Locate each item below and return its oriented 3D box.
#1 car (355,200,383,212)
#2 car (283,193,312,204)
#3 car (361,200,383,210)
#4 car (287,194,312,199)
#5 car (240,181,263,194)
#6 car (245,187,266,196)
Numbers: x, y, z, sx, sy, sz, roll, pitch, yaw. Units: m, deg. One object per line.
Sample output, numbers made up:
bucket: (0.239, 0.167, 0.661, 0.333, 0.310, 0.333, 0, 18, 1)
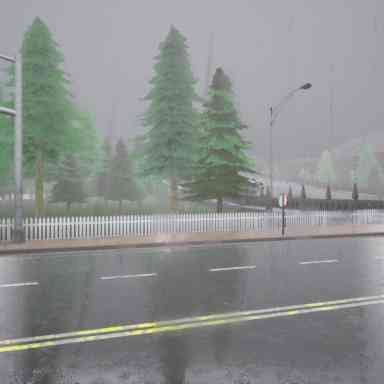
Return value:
car: (21.668, 1.590, 38.819, 1.895, 1.301, 4.718, 0, 0, -19)
car: (16.746, 1.058, 52.927, 1.895, 1.301, 4.718, 0, 4, -19)
car: (19.855, 1.597, 33.420, 1.895, 1.301, 4.718, 0, 0, -19)
car: (15.394, 1.133, 46.152, 2.097, 1.767, 4.553, 0, 2, -19)
car: (11.911, -1.002, 67.198, 2.150, 2.045, 5.566, 0, 7, -19)
car: (11.300, 0.468, 58.026, 2.033, 1.411, 5.357, 0, 5, -19)
